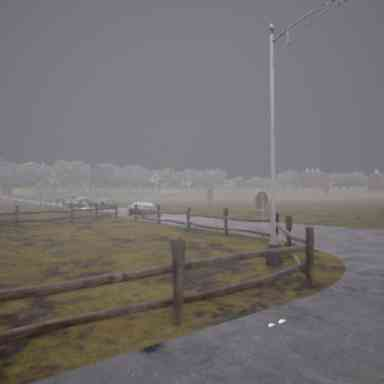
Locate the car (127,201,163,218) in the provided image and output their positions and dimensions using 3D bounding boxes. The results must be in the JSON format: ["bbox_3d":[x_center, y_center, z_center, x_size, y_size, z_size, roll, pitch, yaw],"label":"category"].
[{"bbox_3d":[-4.525,1.612,31.304,1.812,1.442,4.674,-2,1,-35],"label":"car"}]

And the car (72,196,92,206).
[{"bbox_3d":[-18.620,1.550,56.156,1.837,1.490,4.892,-2,1,-35],"label":"car"}]

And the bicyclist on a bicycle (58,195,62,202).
[{"bbox_3d":[-28.066,1.442,70.805,0.866,1.612,1.509,-2,1,-35],"label":"bicyclist on a bicycle"}]

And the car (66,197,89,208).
[{"bbox_3d":[-17.361,1.690,49.600,1.994,1.385,4.181,-2,1,-35],"label":"car"}]

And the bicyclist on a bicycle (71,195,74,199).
[{"bbox_3d":[-22.864,1.384,63.457,0.659,1.776,1.843,-2,1,-35],"label":"bicyclist on a bicycle"}]

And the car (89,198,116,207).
[{"bbox_3d":[-12.575,1.545,47.690,2.128,1.511,4.902,-2,1,-35],"label":"car"}]
